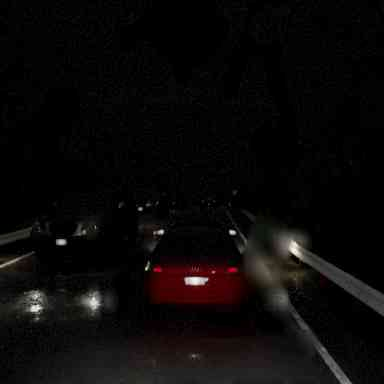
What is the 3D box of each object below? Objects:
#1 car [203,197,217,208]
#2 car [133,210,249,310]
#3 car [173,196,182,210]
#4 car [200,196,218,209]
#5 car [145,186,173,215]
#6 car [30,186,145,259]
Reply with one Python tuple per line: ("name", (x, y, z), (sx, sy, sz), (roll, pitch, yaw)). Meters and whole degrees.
("car", (2.640, 1.536, 48.801), (1.882, 1.535, 5.008), (0, -1, 2))
("car", (0.101, 1.378, 7.633), (1.994, 1.385, 4.181), (0, 3, 1))
("car", (-2.054, 1.048, 32.639), (2.033, 1.411, 5.357), (0, -2, 5))
("car", (1.986, 1.250, 38.656), (1.812, 1.442, 4.674), (0, -2, 4))
("car", (-2.813, 0.604, 22.044), (2.150, 2.045, 5.566), (0, 0, 4))
("car", (-3.336, 0.860, 11.571), (2.150, 2.045, 5.566), (0, 2, 3))
